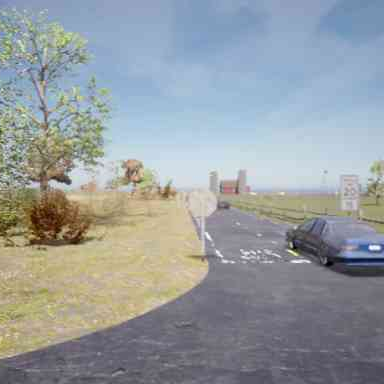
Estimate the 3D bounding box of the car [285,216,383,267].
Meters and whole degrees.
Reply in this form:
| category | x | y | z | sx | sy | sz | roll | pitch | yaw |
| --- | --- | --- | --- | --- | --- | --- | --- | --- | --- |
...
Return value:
| category | x | y | z | sx | sy | sz | roll | pitch | yaw |
| --- | --- | --- | --- | --- | --- | --- | --- | --- | --- |
| car | 4.764 | 1.528 | 11.247 | 2.033 | 1.411 | 5.357 | 0 | 0 | -1 |

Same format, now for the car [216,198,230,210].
| category | x | y | z | sx | sy | sz | roll | pitch | yaw |
| --- | --- | --- | --- | --- | --- | --- | --- | --- | --- |
| car | 4.079 | 1.631 | 46.357 | 2.128 | 1.511 | 4.902 | 0 | 0 | -2 |
